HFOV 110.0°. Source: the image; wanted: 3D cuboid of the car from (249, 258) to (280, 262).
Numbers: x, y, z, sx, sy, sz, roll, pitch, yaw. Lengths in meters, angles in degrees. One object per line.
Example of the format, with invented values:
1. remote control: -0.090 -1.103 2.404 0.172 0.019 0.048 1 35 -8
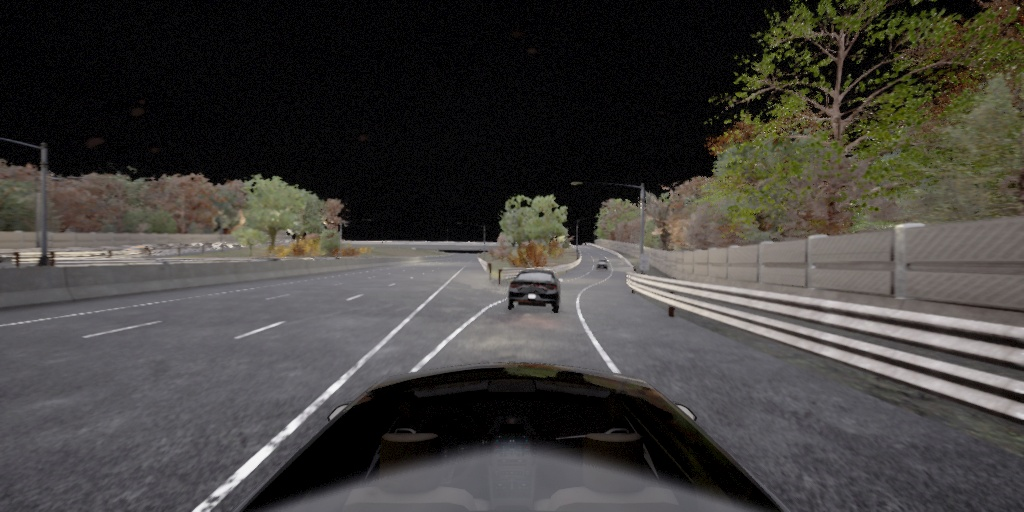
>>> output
1. car: -25.070 1.003 35.827 1.837 1.490 4.892 1 -1 -5

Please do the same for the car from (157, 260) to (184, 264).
1. car: -31.812 1.032 32.806 1.895 1.301 4.718 1 0 -5

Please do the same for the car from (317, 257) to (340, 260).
1. car: -26.766 0.992 53.563 1.837 1.490 4.892 1 0 -5

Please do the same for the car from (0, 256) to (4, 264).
1. car: -44.691 0.276 29.290 2.033 1.411 5.357 0 1 -29

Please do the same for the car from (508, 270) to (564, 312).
1. car: 1.066 1.317 14.849 1.882 1.535 5.008 2 -1 9
